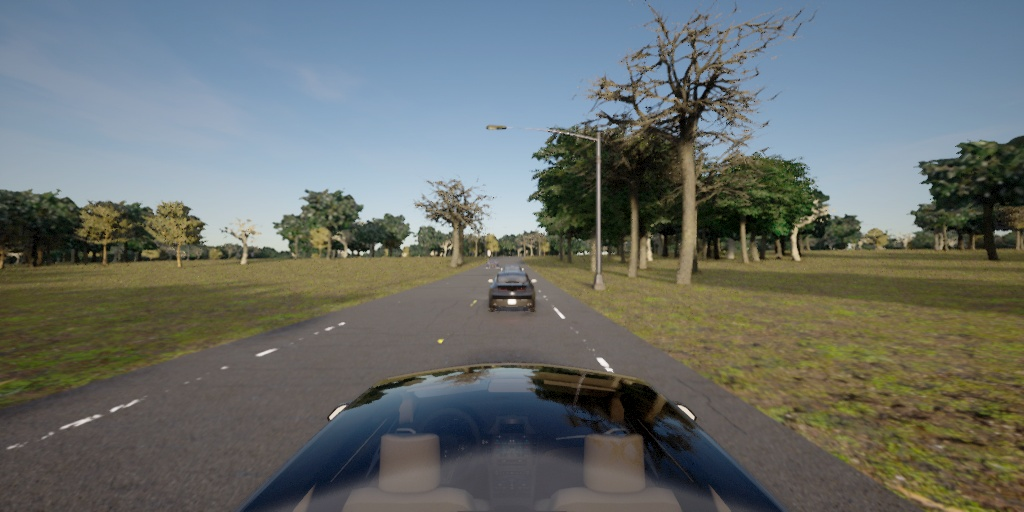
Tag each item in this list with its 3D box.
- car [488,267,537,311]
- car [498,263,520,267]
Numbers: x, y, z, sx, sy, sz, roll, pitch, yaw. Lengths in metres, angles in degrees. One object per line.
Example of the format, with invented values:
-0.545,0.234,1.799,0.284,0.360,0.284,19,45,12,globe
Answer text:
0.017,1.403,15.340,1.837,1.490,4.892,0,0,0,car
0.024,1.484,31.075,1.882,1.535,5.008,0,0,0,car
